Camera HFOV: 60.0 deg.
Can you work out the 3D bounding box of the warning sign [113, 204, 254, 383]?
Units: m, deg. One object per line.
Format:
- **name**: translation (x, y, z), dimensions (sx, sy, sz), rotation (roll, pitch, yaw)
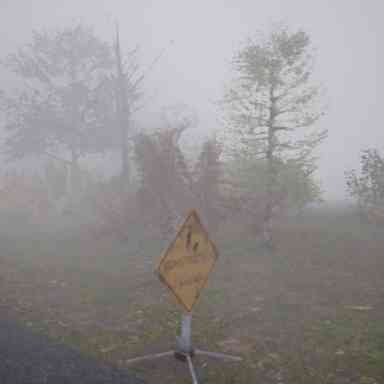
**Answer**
- **warning sign**: translation (-0.056, 1.109, 3.996), dimensions (1.060, 1.860, 1.300), rotation (2, 0, 35)
